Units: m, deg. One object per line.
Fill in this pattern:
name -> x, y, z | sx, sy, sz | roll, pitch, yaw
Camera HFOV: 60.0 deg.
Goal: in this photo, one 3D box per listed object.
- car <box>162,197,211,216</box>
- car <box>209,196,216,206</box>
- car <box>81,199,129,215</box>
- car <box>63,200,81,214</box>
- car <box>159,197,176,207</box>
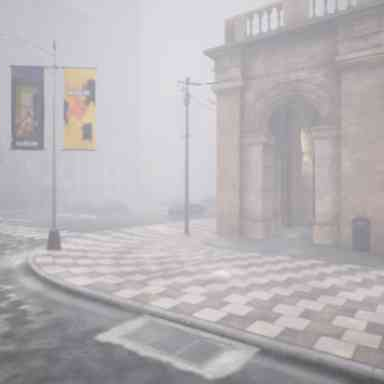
car -> -0.424, 1.490, 31.022 | 1.994, 1.385, 4.181 | 0, 0, 35
car -> 2.186, 1.388, 47.015 | 2.128, 1.511, 4.902 | 0, 0, 36
car -> -8.176, 1.461, 32.527 | 1.994, 1.385, 4.181 | 0, 0, 35
car -> -11.122, 1.447, 34.422 | 1.994, 1.385, 4.181 | 0, 0, 35
car -> -2.710, 1.447, 46.208 | 1.994, 1.385, 4.181 | 0, 0, 36
